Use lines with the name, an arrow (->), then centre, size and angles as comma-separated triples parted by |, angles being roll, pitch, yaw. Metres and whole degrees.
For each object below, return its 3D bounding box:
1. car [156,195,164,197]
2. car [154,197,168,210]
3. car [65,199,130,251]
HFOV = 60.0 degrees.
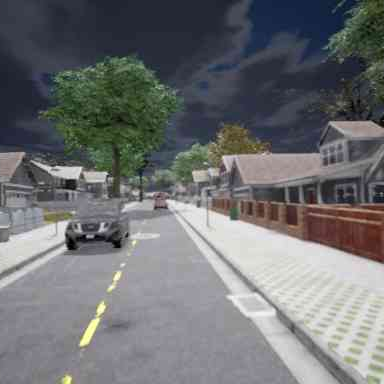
car -> -6.356, 1.563, 66.203 | 2.150, 2.045, 5.566 | -2, 0, -5
car -> -4.504, 1.792, 48.374 | 1.994, 1.385, 4.181 | -2, 0, -6
car -> -4.195, 1.371, 15.553 | 2.150, 2.045, 5.566 | -2, 0, -6
